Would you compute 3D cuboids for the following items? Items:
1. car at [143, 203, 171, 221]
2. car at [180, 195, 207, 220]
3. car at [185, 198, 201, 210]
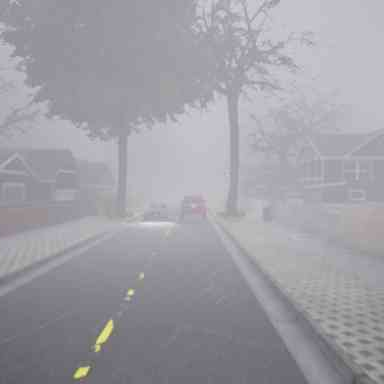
[{"bbox_3d":[-2.730,1.576,26.935,1.994,1.385,4.181,0,0,0],"label":"car"},{"bbox_3d":[0.115,1.238,28.601,2.150,2.045,5.566,0,0,0],"label":"car"},{"bbox_3d":[0.144,1.581,45.174,1.994,1.385,4.181,0,0,0],"label":"car"}]
